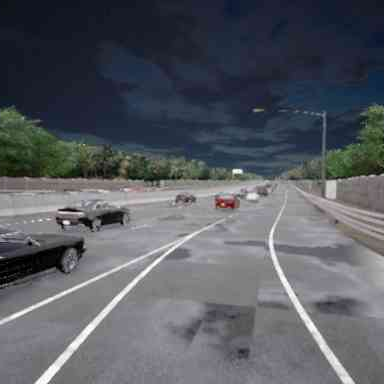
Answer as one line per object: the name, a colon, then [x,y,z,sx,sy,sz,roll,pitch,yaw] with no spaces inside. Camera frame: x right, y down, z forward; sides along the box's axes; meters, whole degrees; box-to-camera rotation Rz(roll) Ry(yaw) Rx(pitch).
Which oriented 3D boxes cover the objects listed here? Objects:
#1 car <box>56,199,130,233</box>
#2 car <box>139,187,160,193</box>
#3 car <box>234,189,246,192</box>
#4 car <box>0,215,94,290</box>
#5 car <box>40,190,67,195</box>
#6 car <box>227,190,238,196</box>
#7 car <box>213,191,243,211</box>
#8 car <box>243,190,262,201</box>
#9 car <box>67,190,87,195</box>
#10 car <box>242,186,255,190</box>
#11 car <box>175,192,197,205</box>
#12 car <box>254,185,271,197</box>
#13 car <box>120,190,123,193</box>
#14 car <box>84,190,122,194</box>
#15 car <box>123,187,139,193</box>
car: [-4.970,1.138,17.333,2.128,1.511,4.902,1,1,17]
car: [-7.114,0.301,59.192,2.097,1.767,4.553,1,1,17]
car: [9.169,0.653,64.894,1.895,1.301,4.718,1,2,16]
car: [-4.367,1.415,7.197,1.895,1.301,4.718,1,1,17]
car: [-18.608,0.484,45.179,2.128,1.511,4.902,1,1,17]
car: [9.825,0.204,79.688,1.895,1.301,4.718,1,2,16]
car: [3.687,1.004,33.988,1.882,1.535,5.008,1,1,17]
car: [10.275,0.791,56.225,1.812,1.442,4.674,1,1,16]
car: [-14.589,0.517,46.357,1.882,1.535,5.008,1,1,17]
car: [13.848,0.083,80.994,1.882,1.535,5.008,1,2,16]
car: [-0.754,0.811,43.592,1.837,1.490,4.892,1,1,17]
car: [16.331,-0.004,76.966,2.150,2.045,5.566,1,2,16]
car: [-13.851,0.307,61.059,2.128,1.511,4.902,1,1,17]
car: [-11.673,0.725,43.957,1.895,1.301,4.718,1,1,17]
car: [-10.044,0.071,61.554,2.150,2.045,5.566,1,2,17]
